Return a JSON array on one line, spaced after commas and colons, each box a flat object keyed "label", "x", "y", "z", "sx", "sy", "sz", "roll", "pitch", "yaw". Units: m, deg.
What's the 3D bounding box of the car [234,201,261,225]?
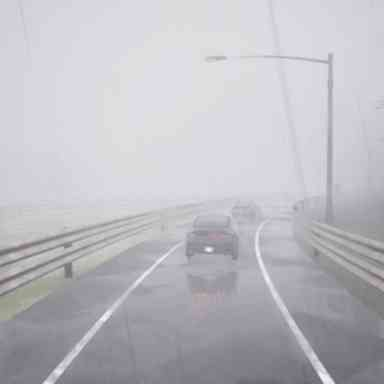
[{"label": "car", "x": 4.495, "y": 1.484, "z": 27.282, "sx": 2.128, "sy": 1.511, "sz": 4.902, "roll": 1, "pitch": 1, "yaw": 20}]

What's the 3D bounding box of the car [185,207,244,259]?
[{"label": "car", "x": 0.952, "y": 1.586, "z": 13.107, "sx": 1.837, "sy": 1.490, "sz": 4.892, "roll": 0, "pitch": 1, "yaw": 10}]
